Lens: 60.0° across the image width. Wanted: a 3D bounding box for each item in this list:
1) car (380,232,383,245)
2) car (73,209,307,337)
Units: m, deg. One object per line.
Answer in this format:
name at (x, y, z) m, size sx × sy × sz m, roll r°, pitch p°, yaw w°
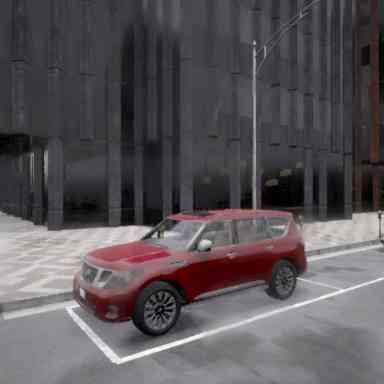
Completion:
car at (9.308, 1.525, 13.289) m, size 4.829 × 1.417 × 1.752 m, roll 0°, pitch 0°, yaw -35°
car at (0.269, 1.315, 6.842) m, size 5.009 × 1.841 × 2.192 m, roll 0°, pitch 0°, yaw -36°
